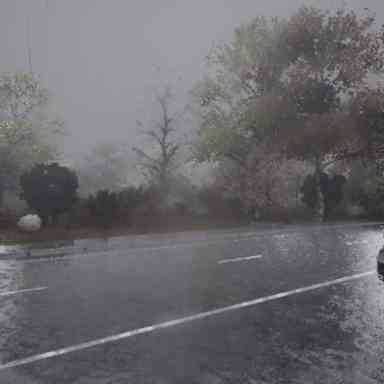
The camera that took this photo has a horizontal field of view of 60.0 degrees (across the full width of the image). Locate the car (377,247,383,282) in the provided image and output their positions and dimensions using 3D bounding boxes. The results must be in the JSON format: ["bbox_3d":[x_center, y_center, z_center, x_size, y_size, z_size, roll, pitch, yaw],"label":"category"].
[{"bbox_3d":[6.509,1.572,8.249,4.892,1.490,1.837,0,0,-34],"label":"car"}]
